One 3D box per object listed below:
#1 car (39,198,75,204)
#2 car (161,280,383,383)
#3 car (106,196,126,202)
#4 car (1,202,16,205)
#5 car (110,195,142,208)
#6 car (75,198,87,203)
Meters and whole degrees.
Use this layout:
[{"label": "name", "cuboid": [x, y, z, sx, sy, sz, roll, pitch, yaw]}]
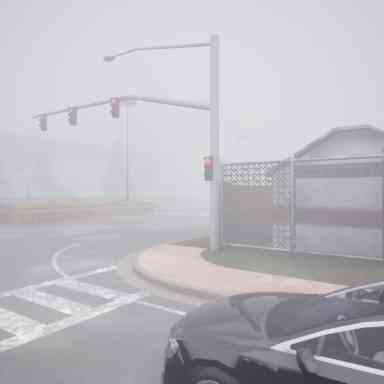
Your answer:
[{"label": "car", "cuboid": [-14.919, 1.564, 34.838, 1.994, 1.385, 4.181, 0, 0, 34]}, {"label": "car", "cuboid": [1.925, 1.492, 2.640, 4.902, 1.511, 2.128, 0, 0, 36]}, {"label": "car", "cuboid": [-9.758, 1.547, 42.550, 2.033, 1.411, 5.357, 0, 0, 34]}, {"label": "car", "cuboid": [-20.346, 1.547, 33.019, 2.033, 1.411, 5.357, 0, 0, 34]}, {"label": "car", "cuboid": [-9.652, 1.352, 48.994, 2.097, 1.767, 4.553, 0, 0, 34]}, {"label": "car", "cuboid": [-15.101, 1.505, 40.860, 1.837, 1.490, 4.892, 0, 0, 34]}]
